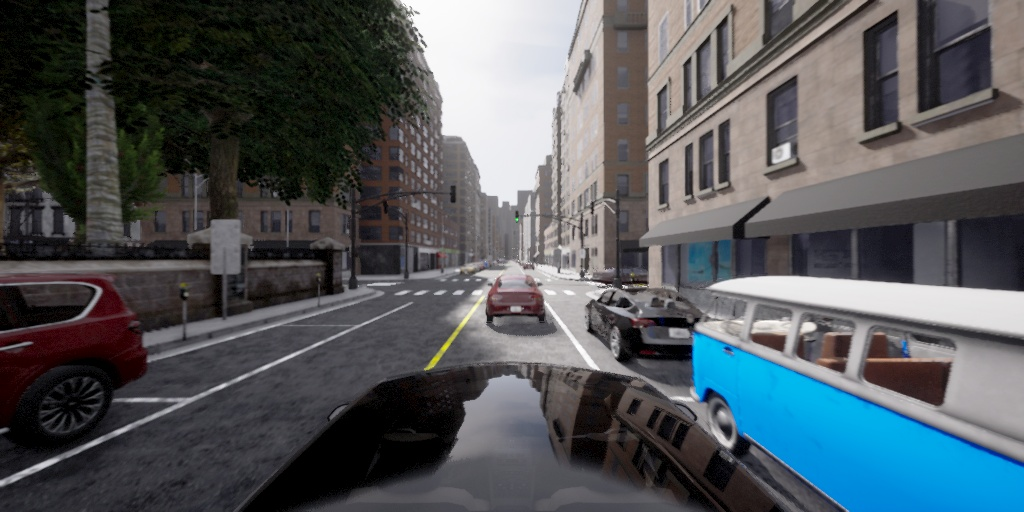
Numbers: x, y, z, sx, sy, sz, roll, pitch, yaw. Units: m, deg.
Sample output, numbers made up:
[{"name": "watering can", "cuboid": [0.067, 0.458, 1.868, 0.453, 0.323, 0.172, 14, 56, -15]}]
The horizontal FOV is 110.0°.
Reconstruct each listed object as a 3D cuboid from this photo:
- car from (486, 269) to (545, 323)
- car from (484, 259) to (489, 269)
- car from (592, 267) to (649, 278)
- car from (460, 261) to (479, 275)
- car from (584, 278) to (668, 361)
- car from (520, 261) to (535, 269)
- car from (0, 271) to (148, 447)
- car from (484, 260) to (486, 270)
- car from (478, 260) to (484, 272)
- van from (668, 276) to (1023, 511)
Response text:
[{"name": "car", "cuboid": [0.109, 1.355, 12.449, 1.812, 1.442, 4.674, 0, 0, 0]}, {"name": "car", "cuboid": [-5.613, 1.736, 62.557, 1.888, 1.381, 4.507, 0, 0, 0]}, {"name": "car", "cuboid": [8.542, 1.473, 25.903, 5.357, 1.411, 2.033, 0, -1, -4]}, {"name": "car", "cuboid": [-5.629, 1.592, 46.035, 1.751, 1.417, 4.829, 0, 0, 0]}, {"name": "car", "cuboid": [2.861, 1.364, 8.210, 1.948, 1.339, 4.313, 0, 0, 0]}, {"name": "car", "cuboid": [2.911, 1.631, 62.584, 1.967, 1.591, 4.097, 0, 0, 0]}, {"name": "car", "cuboid": [-5.669, 1.071, 2.517, 2.192, 1.841, 5.009, 0, 0, 0]}, {"name": "car", "cuboid": [-5.619, 1.694, 57.106, 1.888, 1.381, 4.507, 0, 0, 0]}, {"name": "car", "cuboid": [-5.624, 1.658, 51.655, 2.007, 1.370, 4.403, 0, 0, 0]}, {"name": "van", "cuboid": [2.856, 1.097, 2.549, 1.690, 1.789, 3.998, 0, 0, 0]}]
